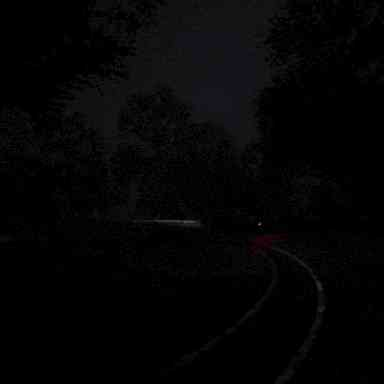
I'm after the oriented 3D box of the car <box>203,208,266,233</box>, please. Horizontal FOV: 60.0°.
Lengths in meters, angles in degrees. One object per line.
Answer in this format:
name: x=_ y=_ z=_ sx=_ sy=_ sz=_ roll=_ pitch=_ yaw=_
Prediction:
car: x=2.688 y=1.780 z=22.122 sx=2.128 sy=1.511 sz=4.902 roll=0 pitch=-1 yaw=-36
